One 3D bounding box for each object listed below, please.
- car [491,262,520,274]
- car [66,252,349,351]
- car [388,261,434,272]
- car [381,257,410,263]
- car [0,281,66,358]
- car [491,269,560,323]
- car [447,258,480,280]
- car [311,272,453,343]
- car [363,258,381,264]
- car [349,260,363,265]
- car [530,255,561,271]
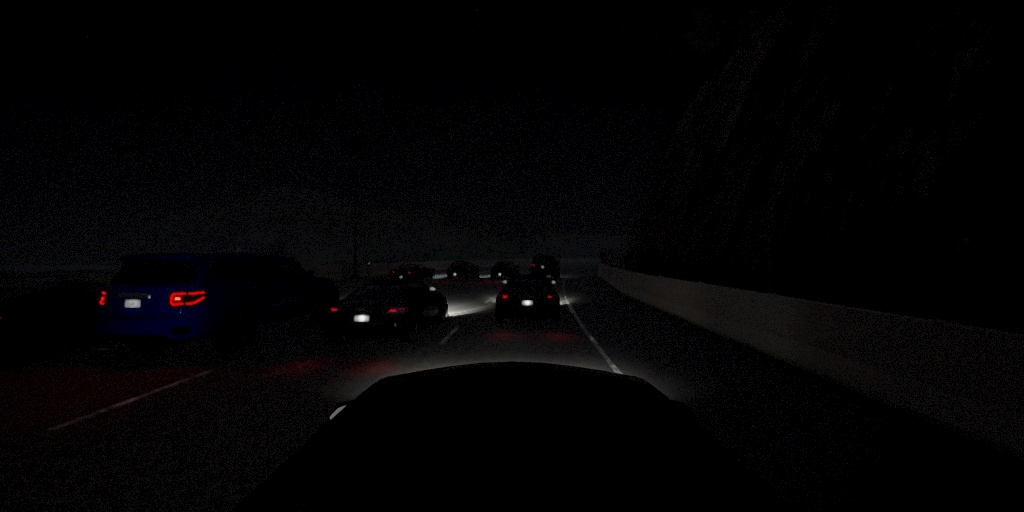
[{"bbox_3d":[-0.547,1.223,31.160,1.837,1.490,4.892,0,0,10],"label":"car"},{"bbox_3d":[-6.654,0.942,9.087,2.150,2.045,5.566,0,0,3],"label":"car"},{"bbox_3d":[-7.991,1.296,29.330,1.895,1.301,4.718,0,0,9],"label":"car"},{"bbox_3d":[-14.817,1.200,48.336,2.033,1.411,5.357,0,0,15],"label":"car"},{"bbox_3d":[-10.157,1.273,8.357,1.994,1.385,4.181,0,0,2],"label":"car"},{"bbox_3d":[0.574,1.305,12.232,1.994,1.385,4.181,0,0,4],"label":"car"},{"bbox_3d":[-4.128,1.211,30.997,1.837,1.490,4.892,0,0,10],"label":"car"},{"bbox_3d":[-3.099,1.296,9.630,1.994,1.385,4.181,0,0,3],"label":"car"},{"bbox_3d":[-17.986,0.994,49.876,2.097,1.767,4.553,0,0,15],"label":"car"},{"bbox_3d":[-21.076,1.229,51.908,1.895,1.301,4.718,0,0,16],"label":"car"},{"bbox_3d":[2.854,0.952,30.428,2.150,2.045,5.566,0,0,10],"label":"car"}]
